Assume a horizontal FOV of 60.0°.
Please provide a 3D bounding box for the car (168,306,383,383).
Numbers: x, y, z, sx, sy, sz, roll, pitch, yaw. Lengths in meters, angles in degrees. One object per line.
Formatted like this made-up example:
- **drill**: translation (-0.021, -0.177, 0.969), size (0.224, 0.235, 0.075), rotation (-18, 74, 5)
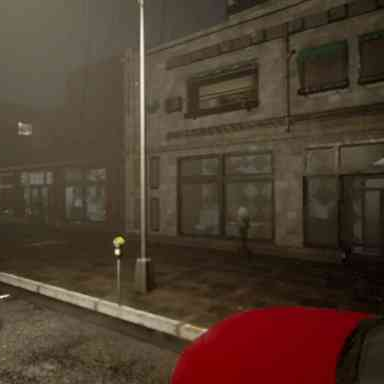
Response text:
- **car**: translation (2.072, 1.311, 1.402), size (5.009, 1.841, 2.192), rotation (0, 0, 36)
